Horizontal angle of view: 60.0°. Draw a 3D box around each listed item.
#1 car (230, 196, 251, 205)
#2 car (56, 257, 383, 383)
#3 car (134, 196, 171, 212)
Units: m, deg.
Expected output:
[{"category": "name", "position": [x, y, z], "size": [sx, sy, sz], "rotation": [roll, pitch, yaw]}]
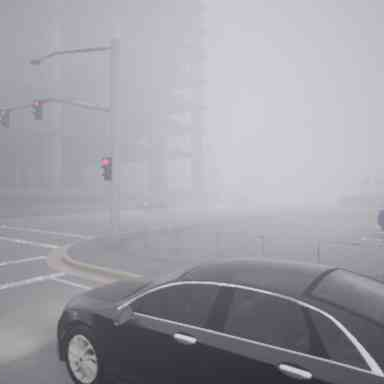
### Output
[{"category": "car", "position": [8.149, 1.386, 55.600], "size": [2.128, 1.511, 4.902], "rotation": [0, 0, 36]}, {"category": "car", "position": [0.478, 1.502, 3.618], "size": [4.892, 1.490, 1.837], "rotation": [0, 0, 36]}, {"category": "car", "position": [-4.495, 1.245, 37.899], "size": [2.097, 1.767, 4.553], "rotation": [0, 0, 35]}]
